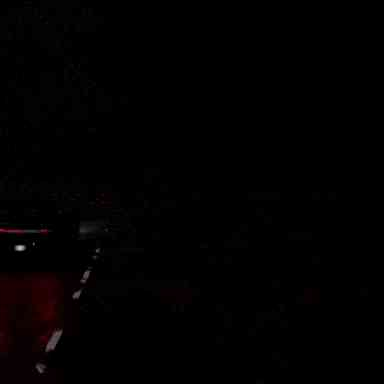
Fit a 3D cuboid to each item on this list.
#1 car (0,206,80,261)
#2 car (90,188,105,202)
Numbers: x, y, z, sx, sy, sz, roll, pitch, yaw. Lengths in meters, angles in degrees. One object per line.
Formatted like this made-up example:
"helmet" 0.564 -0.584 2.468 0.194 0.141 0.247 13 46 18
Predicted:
"car" -4.945 1.212 11.065 2.128 1.511 4.902 2 1 -11
"car" -15.052 0.411 53.019 2.150 2.045 5.566 2 0 -16
